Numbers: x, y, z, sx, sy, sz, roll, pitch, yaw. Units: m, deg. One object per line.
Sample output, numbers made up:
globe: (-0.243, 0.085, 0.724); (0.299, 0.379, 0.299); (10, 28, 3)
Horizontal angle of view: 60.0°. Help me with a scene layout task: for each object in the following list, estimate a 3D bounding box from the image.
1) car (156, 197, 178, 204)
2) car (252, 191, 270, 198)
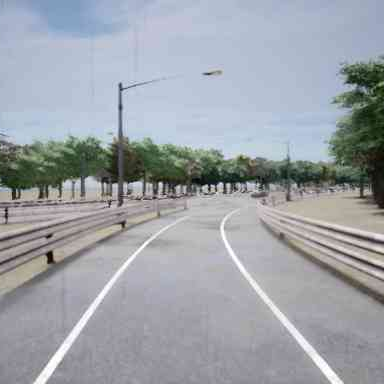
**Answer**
car: (-4.034, 1.413, 49.274); (1.895, 1.301, 4.718); (0, 2, 39)
car: (15.046, 0.531, 72.498); (2.033, 1.411, 5.357); (0, 2, 39)
